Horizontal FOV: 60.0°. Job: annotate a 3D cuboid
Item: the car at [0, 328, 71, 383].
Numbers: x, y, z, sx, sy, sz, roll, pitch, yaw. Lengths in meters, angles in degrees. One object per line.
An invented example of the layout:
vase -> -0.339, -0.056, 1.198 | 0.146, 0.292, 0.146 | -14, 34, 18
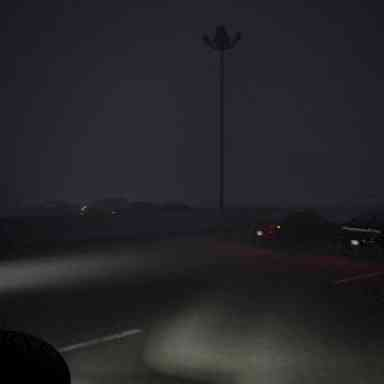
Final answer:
car -> -3.118, 1.469, 1.438 | 5.008, 1.535, 1.882 | 0, 0, -36

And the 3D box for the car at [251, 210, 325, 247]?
car -> 4.763, 1.518, 14.862 | 4.674, 1.442, 1.812 | 0, 0, -31

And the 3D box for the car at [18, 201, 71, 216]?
car -> -12.274, 1.487, 29.315 | 5.357, 1.411, 2.033 | 0, 0, -33

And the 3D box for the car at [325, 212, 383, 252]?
car -> 7.618, 1.493, 12.451 | 4.902, 1.511, 2.128 | 0, 0, -30

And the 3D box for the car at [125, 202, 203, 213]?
car -> -1.633, 1.517, 23.538 | 5.357, 1.411, 2.033 | 0, 0, -30

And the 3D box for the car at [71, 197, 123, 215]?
car -> -7.428, 1.304, 28.149 | 4.553, 1.767, 2.097 | 0, 0, -31

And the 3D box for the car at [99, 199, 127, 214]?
car -> -4.442, 1.486, 25.898 | 4.674, 1.442, 1.812 | 0, 0, -31

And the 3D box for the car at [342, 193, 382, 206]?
car -> 23.857, 1.218, 46.627 | 5.566, 2.045, 2.150 | 0, 0, -18
